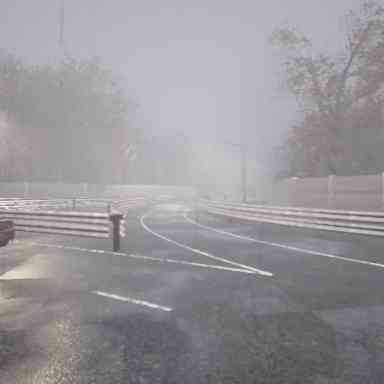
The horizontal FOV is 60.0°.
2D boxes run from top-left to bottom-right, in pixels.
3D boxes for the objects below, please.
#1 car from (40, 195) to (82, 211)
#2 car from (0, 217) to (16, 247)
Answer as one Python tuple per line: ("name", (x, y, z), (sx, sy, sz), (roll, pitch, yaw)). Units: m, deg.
("car", (-14.731, 1.176, 37.476), (4.553, 1.767, 2.097), (-1, 1, -41))
("car", (-9.254, 1.426, 13.270), (5.008, 1.535, 1.882), (0, 0, 28))
